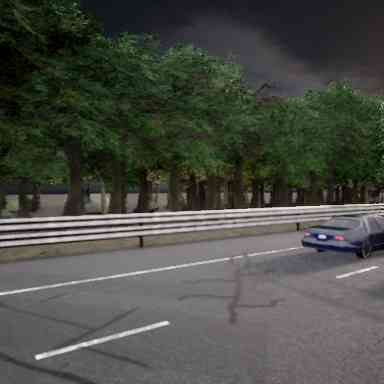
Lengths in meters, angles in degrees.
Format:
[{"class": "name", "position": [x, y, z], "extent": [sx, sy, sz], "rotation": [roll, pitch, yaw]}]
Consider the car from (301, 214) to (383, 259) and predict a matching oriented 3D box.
[{"class": "car", "position": [6.420, 1.549, 12.634], "extent": [5.357, 1.411, 2.033], "rotation": [0, 0, -36]}]
